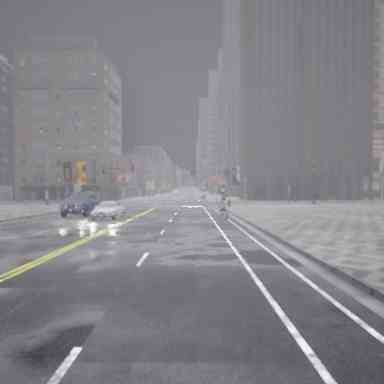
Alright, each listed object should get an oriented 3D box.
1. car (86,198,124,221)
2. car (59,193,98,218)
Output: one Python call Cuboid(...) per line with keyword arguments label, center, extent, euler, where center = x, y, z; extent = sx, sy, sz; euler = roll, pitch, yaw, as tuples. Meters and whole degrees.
Cuboid(label="car", center=(-6.599, 1.447, 26.445), extent=(1.812, 1.442, 4.674), euler=(0, 0, 0))
Cuboid(label="car", center=(-9.848, 1.137, 29.720), extent=(2.150, 2.045, 5.566), euler=(0, 0, 0))
